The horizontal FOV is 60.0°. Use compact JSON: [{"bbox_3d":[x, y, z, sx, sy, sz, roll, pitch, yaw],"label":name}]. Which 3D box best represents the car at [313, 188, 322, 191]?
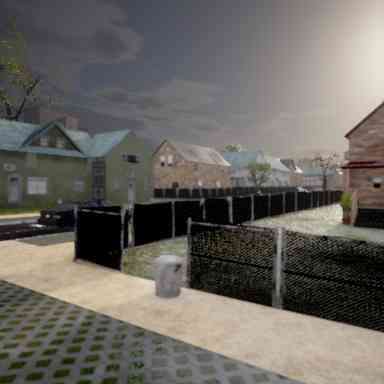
[{"bbox_3d":[18.910,0.140,49.594,1.994,1.385,4.181,1,2,37],"label":"car"}]

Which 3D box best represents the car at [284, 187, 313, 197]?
[{"bbox_3d":[13.133,0.147,41.785,2.097,1.767,4.553,1,2,37],"label":"car"}]

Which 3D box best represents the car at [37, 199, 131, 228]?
[{"bbox_3d":[-5.179,1.097,17.394,2.033,1.411,5.357,1,2,37],"label":"car"}]
